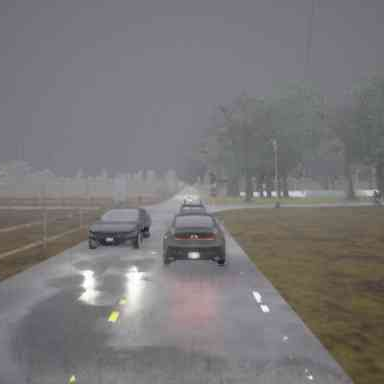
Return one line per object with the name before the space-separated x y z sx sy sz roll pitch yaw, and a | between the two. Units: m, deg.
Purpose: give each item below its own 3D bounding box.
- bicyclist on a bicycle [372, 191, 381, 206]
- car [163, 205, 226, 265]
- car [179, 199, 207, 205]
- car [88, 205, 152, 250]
bicyclist on a bicycle | 19.895 0.677 35.937 0.582 1.620 1.656 -1 0 0
car | 0.075 1.410 11.298 1.837 1.490 4.892 0 1 0
car | 0.066 1.276 24.575 2.128 1.511 4.902 0 0 0
car | -2.841 1.358 14.001 1.882 1.535 5.008 0 1 0
